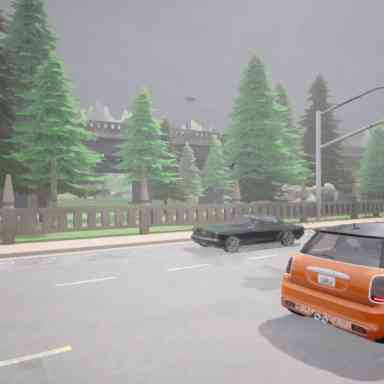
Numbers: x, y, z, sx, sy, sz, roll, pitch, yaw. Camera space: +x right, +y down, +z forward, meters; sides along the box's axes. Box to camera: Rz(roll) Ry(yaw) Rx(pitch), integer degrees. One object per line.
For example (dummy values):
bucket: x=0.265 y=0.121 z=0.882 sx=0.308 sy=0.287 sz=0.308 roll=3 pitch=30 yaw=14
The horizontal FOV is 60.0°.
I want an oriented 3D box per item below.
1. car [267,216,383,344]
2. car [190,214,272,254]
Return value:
car: x=3.850 y=1.352 z=6.131 sx=4.553 sy=1.767 sz=2.097 roll=0 pitch=0 yaw=-31
car: x=2.311 y=1.601 z=13.597 sx=4.718 sy=1.301 sz=1.895 roll=0 pitch=0 yaw=-32
